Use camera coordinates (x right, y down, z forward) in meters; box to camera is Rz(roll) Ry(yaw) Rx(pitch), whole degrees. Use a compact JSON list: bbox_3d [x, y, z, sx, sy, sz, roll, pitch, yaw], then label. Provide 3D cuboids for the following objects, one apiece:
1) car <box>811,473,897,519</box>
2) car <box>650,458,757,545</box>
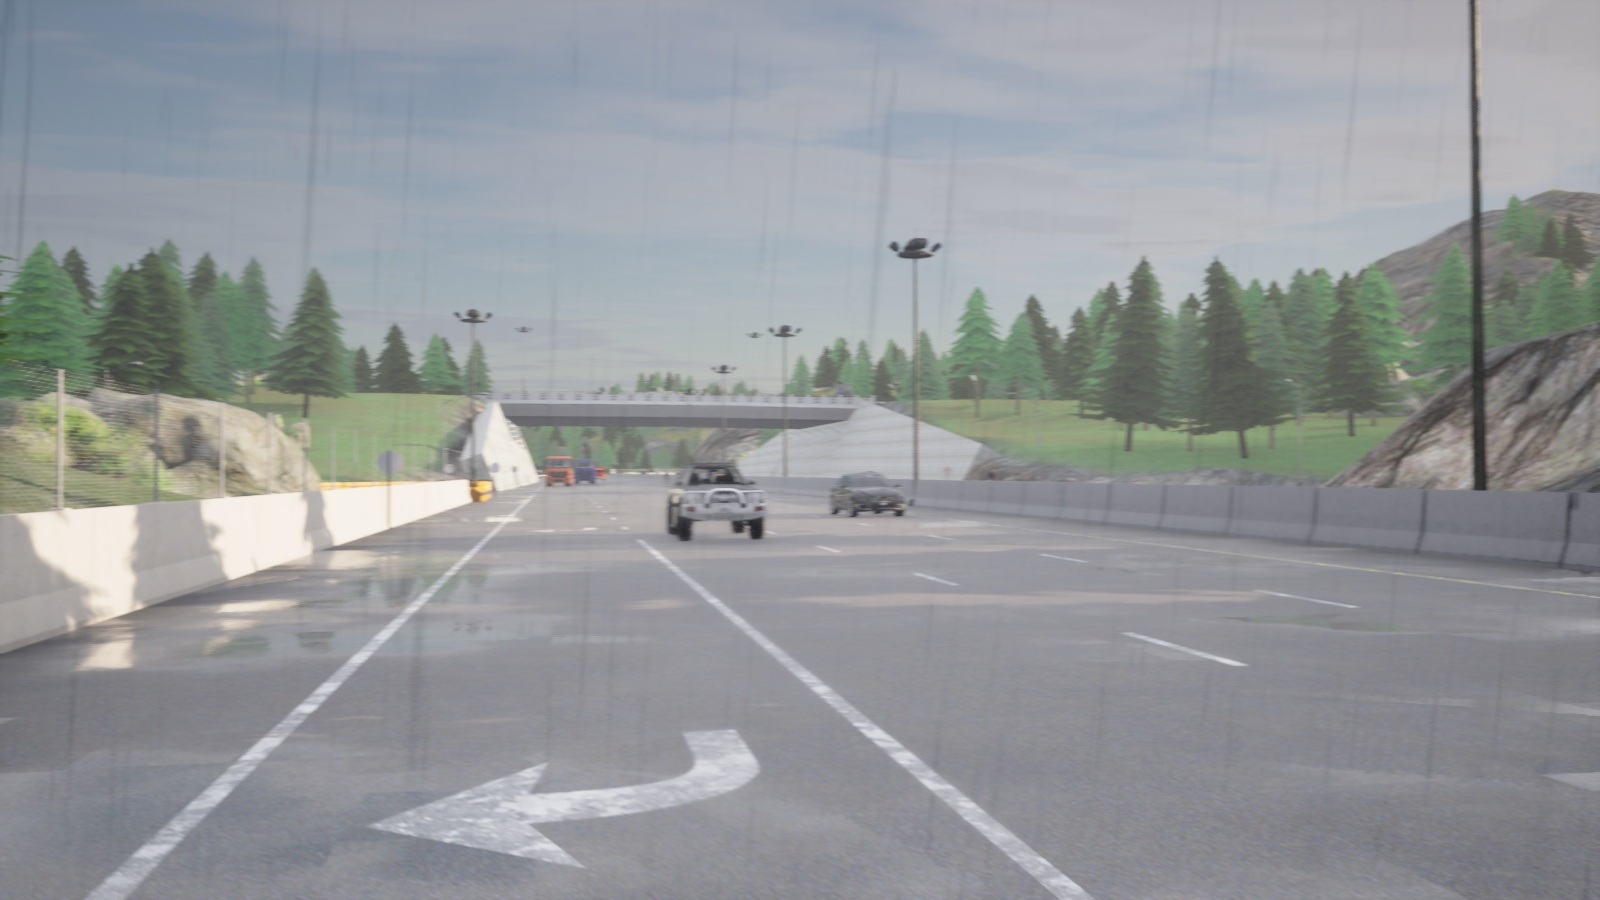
[{"bbox_3d":[1.817,1.555,44.018,1.837,1.490,4.892,0,-1,-12],"label":"car"},{"bbox_3d":[-2.364,1.171,29.559,1.932,1.855,4.605,0,-1,-12],"label":"car"}]
